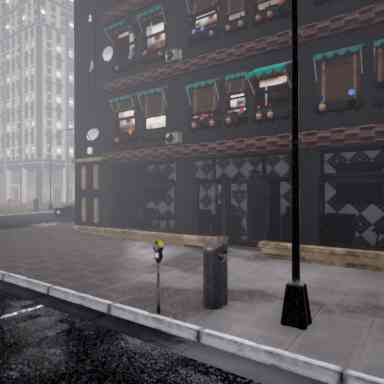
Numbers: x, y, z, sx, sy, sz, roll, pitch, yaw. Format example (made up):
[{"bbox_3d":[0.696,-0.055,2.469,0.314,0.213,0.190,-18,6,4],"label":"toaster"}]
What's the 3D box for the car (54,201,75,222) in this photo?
[{"bbox_3d":[-7.266,1.279,22.770,1.947,1.339,4.313,1,1,35],"label":"car"}]
